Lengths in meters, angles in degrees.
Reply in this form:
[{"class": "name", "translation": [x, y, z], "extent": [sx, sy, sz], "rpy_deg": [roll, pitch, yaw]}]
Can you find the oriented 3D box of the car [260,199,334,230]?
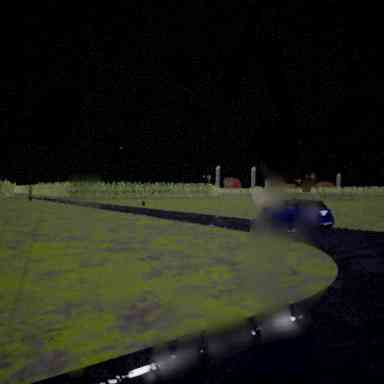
[{"class": "car", "translation": [6.198, 1.224, 20.293], "extent": [2.097, 1.767, 4.553], "rpy_deg": [1, 0, -32]}]
